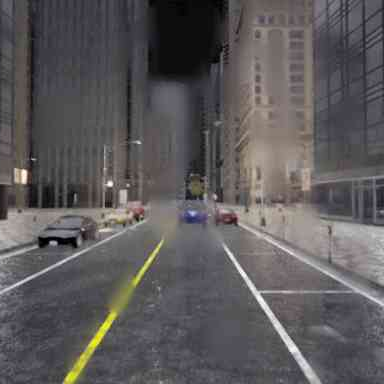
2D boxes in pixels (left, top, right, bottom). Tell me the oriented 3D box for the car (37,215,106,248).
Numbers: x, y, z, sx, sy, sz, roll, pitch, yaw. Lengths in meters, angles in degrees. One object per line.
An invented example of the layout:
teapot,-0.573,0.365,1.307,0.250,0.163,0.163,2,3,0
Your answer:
car,-5.851,1.825,16.228,1.947,1.339,4.313,1,-1,0

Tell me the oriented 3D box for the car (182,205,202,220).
car,0.040,2.148,35.542,2.033,1.411,5.357,0,-1,1

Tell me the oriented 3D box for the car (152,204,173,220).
car,-3.041,2.103,35.372,1.837,1.490,4.892,0,-1,1

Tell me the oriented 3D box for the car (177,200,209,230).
car,0.066,1.627,24.723,2.150,2.045,5.566,0,-1,0

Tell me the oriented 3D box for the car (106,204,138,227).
car,-5.851,1.970,26.975,1.752,1.417,4.829,0,-1,0

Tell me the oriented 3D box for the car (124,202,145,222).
car,-5.850,1.861,32.608,2.192,1.841,5.009,0,-1,0

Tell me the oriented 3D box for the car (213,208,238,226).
car,2.673,1.994,27.143,1.887,1.381,4.507,0,-1,0
